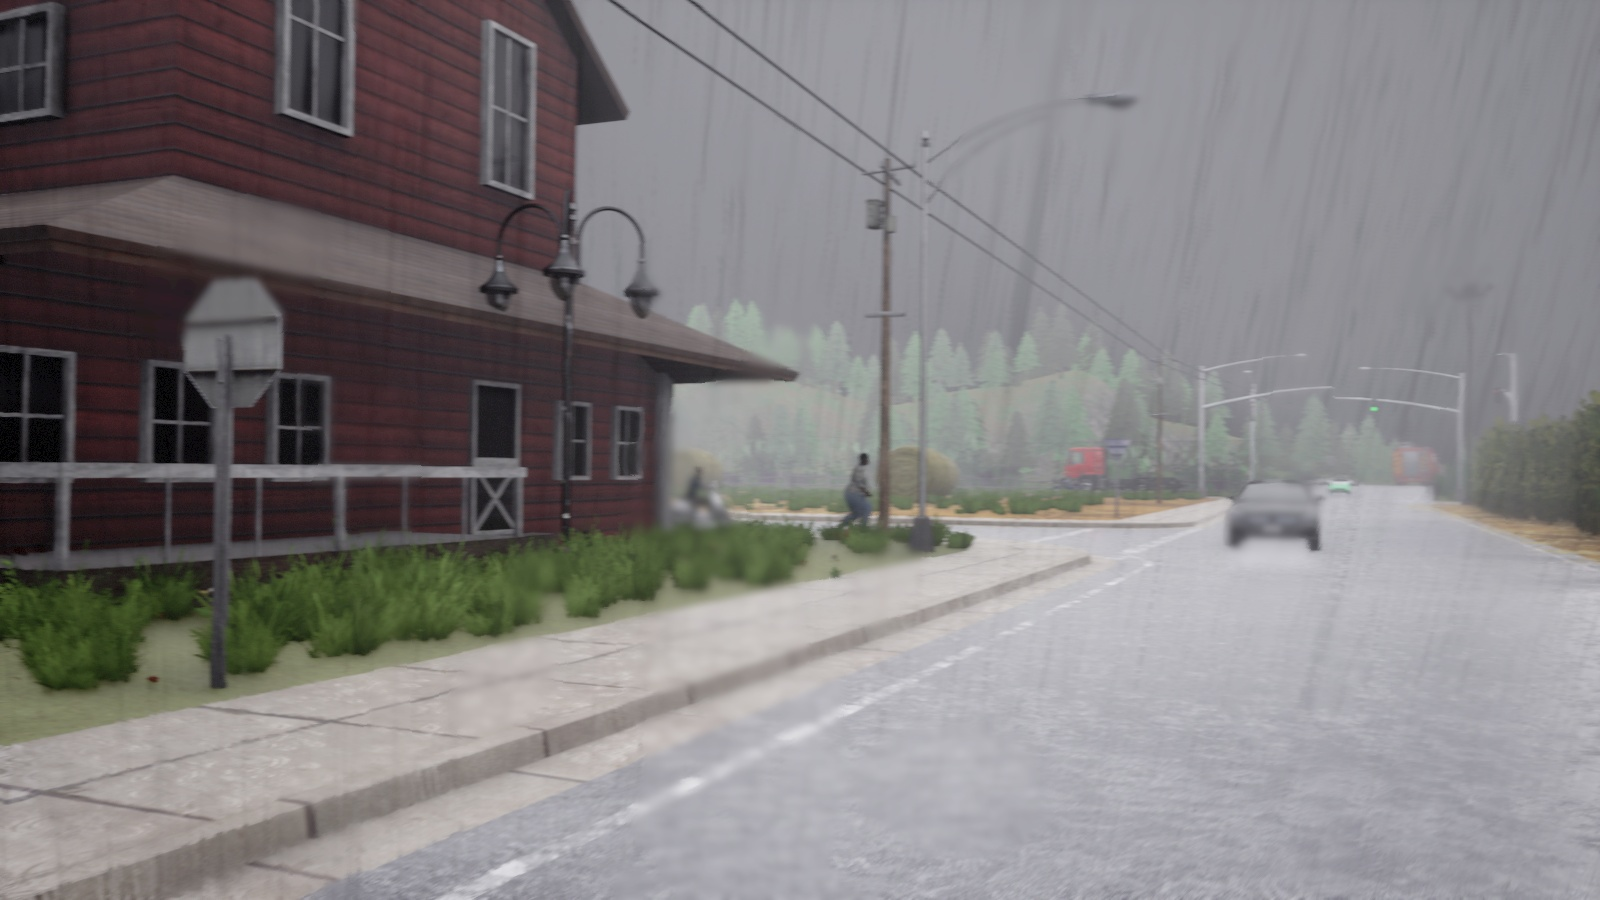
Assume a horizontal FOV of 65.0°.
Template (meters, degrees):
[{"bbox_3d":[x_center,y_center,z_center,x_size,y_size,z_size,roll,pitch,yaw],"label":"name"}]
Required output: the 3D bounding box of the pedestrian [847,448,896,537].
[{"bbox_3d":[1.527,0.899,26.649,0.900,1.855,0.874,0,-1,14],"label":"pedestrian"}]

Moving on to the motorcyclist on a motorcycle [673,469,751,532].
[{"bbox_3d":[-2.266,1.279,32.494,1.817,1.590,0.866,0,-1,23],"label":"motorcyclist on a motorcycle"}]

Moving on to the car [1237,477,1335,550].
[{"bbox_3d":[10.746,1.318,27.597,1.812,1.442,4.674,0,-1,24],"label":"car"}]

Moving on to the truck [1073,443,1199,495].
[{"bbox_3d":[23.137,1.300,86.594,7.936,3.462,2.891,0,-1,31],"label":"truck"}]

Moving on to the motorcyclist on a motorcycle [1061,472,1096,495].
[{"bbox_3d":[18.833,2.277,84.855,2.191,1.530,0.866,0,-1,27],"label":"motorcyclist on a motorcycle"}]
